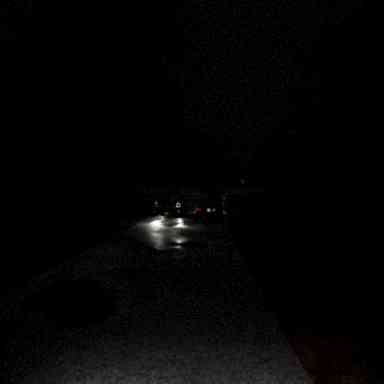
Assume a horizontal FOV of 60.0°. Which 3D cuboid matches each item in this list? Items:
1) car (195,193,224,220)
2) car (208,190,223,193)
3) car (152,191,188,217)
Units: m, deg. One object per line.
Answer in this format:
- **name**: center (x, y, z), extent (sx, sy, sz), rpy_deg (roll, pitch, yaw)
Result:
- **car**: center (1.221, 1.080, 22.998), extent (2.033, 1.411, 5.357), rpy_deg (0, 2, 4)
- **car**: center (2.867, 0.374, 41.348), extent (1.895, 1.301, 4.718), rpy_deg (0, 2, 5)
- **car**: center (-1.540, 0.794, 24.697), extent (2.097, 1.767, 4.553), rpy_deg (1, 2, 5)
